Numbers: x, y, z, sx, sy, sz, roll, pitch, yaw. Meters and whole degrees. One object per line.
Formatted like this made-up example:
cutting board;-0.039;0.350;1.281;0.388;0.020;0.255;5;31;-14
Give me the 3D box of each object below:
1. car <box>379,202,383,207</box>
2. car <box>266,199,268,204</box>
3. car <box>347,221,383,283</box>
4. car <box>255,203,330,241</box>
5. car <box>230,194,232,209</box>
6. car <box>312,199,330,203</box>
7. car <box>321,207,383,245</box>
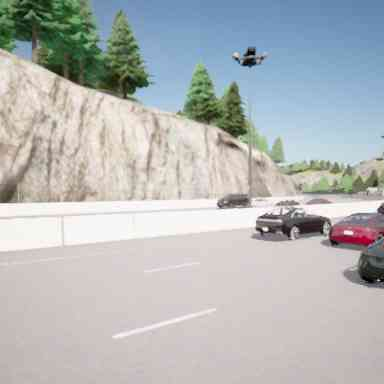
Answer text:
car;16.865;1.529;27.607;4.892;1.490;1.837;0;0;-45
car;9.474;1.586;45.442;1.812;1.442;4.674;0;0;42
car;6.083;1.571;8.576;4.181;1.385;1.994;0;0;-38
car;5.255;1.513;16.940;4.902;1.511;2.128;0;0;-40
car;5.871;1.288;46.673;2.150;2.045;5.566;0;0;43
car;16.098;1.526;42.333;1.882;1.535;5.008;0;0;42
car;7.735;1.578;14.461;4.181;1.385;1.994;0;0;-40
